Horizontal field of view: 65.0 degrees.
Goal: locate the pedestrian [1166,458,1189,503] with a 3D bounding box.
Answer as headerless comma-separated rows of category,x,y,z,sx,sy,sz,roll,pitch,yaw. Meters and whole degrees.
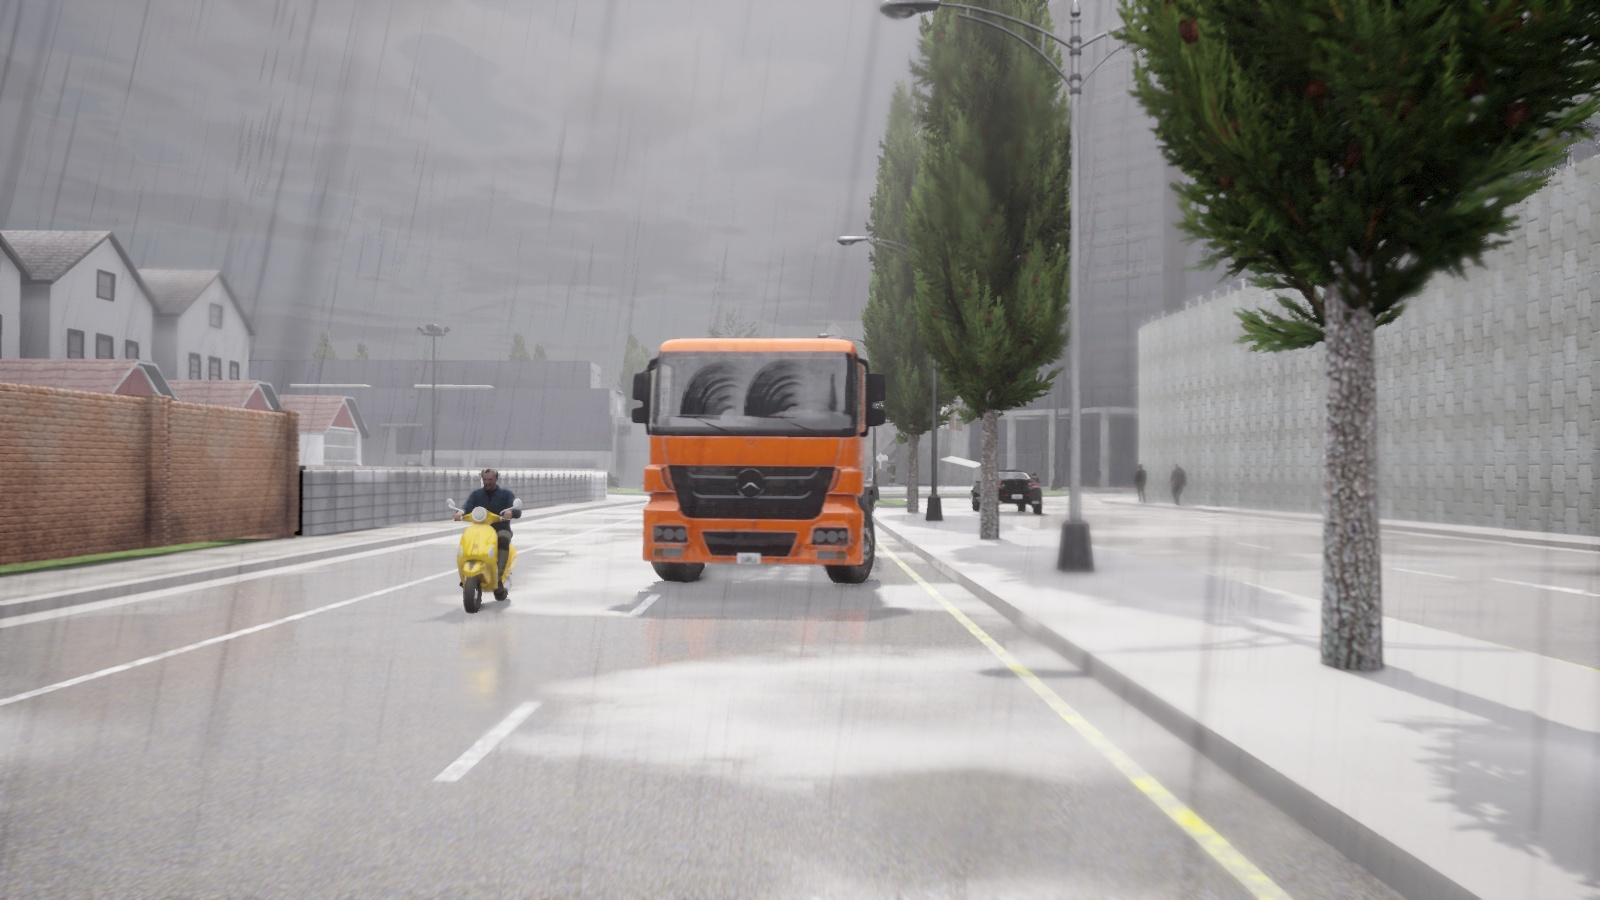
pedestrian,16.277,1.312,54.172,0.659,1.952,0.873,0,-1,-4

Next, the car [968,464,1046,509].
car,7.910,1.372,48.357,2.152,1.651,5.027,0,-1,0

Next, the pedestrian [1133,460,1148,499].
pedestrian,16.007,1.395,59.039,0.431,1.840,0.703,0,-1,-3

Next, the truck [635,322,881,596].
truck,-0.296,0.167,19.909,2.891,3.462,7.936,0,-1,5

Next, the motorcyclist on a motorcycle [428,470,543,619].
motorcyclist on a motorcycle,-3.538,1.022,14.303,0.866,1.590,1.817,0,-1,0
